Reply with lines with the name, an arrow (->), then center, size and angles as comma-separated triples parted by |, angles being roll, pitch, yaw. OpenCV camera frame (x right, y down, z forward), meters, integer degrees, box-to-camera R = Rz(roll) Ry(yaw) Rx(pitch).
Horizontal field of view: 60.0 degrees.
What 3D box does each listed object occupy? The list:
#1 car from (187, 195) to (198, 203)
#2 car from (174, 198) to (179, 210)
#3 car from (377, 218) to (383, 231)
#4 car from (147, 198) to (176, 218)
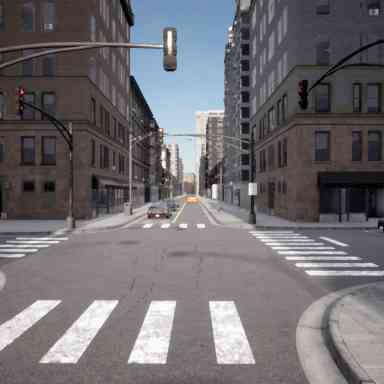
car -> 0.107, 1.423, 70.090 | 2.097, 1.767, 4.553 | 0, 0, 0
car -> -2.837, 1.523, 39.735 | 1.837, 1.490, 4.892 | 0, 0, 0
car -> 12.372, 1.563, 17.918 | 4.313, 1.339, 1.947 | 0, 0, 0
car -> -2.843, 1.556, 30.016 | 2.033, 1.411, 5.357 | 0, 0, 0
